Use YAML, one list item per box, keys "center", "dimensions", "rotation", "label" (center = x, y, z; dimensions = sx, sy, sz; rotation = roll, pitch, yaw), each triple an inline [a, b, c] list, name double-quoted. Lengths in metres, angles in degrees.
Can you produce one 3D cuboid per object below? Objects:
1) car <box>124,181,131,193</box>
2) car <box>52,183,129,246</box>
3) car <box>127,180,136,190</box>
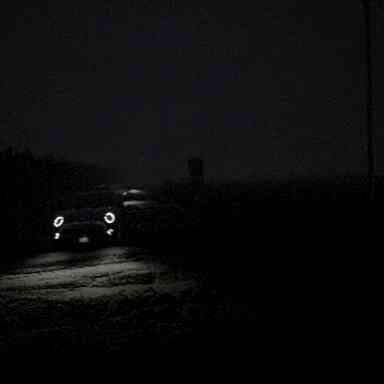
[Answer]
- center: [-6.887, 0.051, 30.796]
  dimensions: [1.812, 1.442, 4.674]
  rotation: [-4, 3, -10]
  label: "car"
- center: [-3.688, 0.783, 12.494]
  dimensions: [2.097, 1.767, 4.553]
  rotation: [-3, 3, -7]
  label: "car"
- center: [-10.097, -1.143, 53.688]
  dimensions: [2.128, 1.511, 4.902]
  rotation: [-3, 3, -6]
  label: "car"
